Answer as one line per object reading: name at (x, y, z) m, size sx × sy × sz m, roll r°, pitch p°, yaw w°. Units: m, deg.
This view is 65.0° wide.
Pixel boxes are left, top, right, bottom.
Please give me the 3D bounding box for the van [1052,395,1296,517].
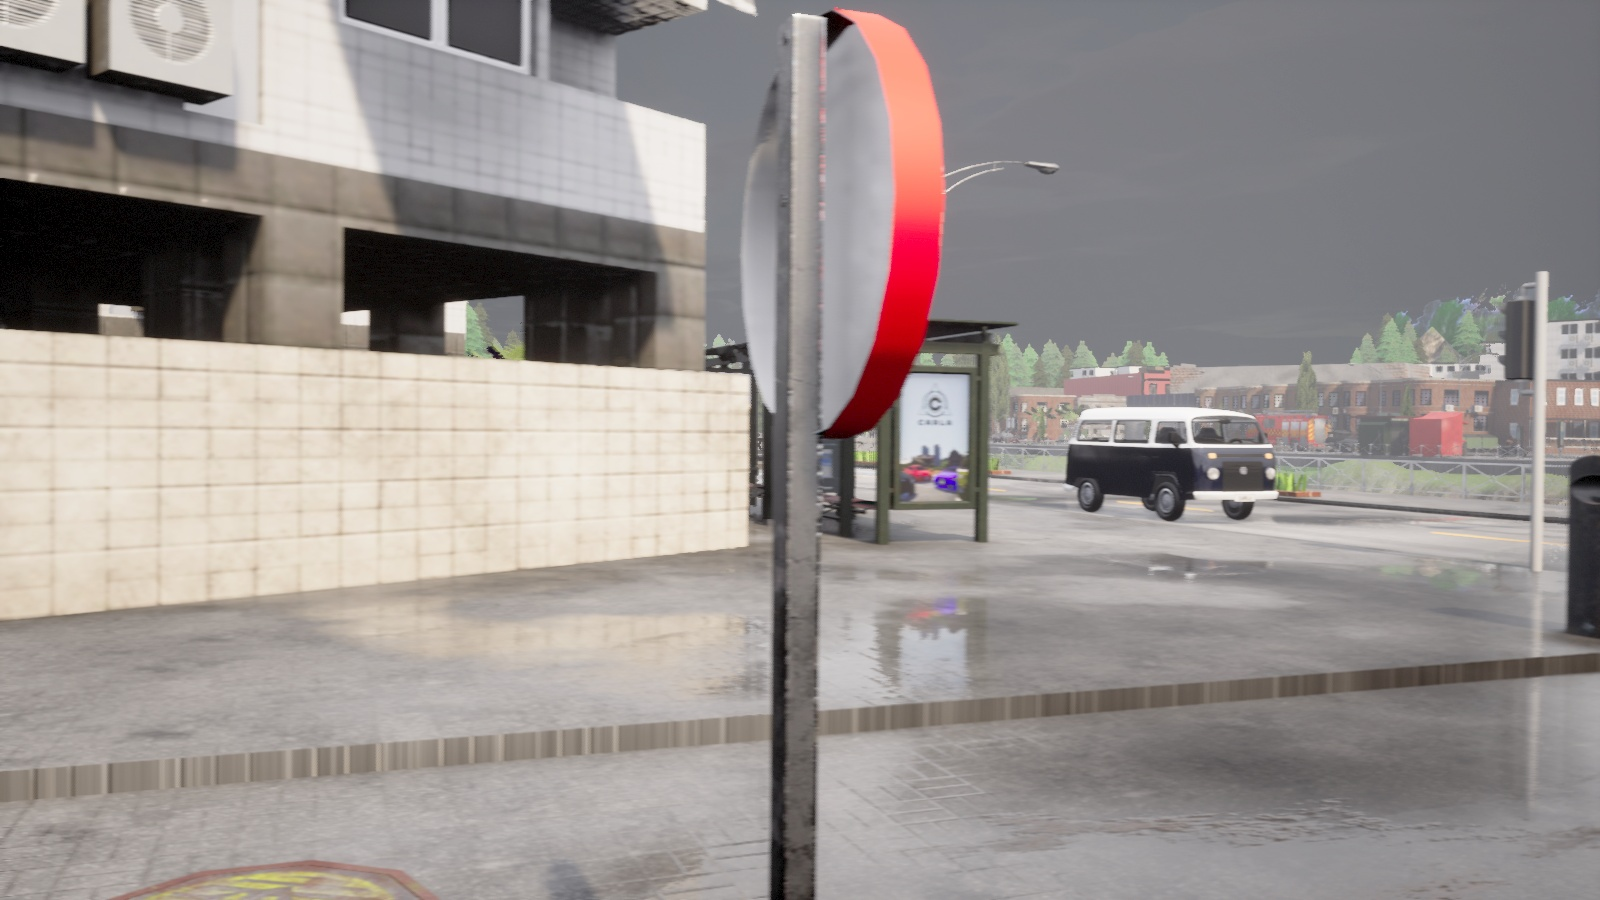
van at (6.822, 0.066, 23.462) m, size 2.069 × 2.038 × 4.480 m, roll -1°, pitch 1°, yaw -21°
